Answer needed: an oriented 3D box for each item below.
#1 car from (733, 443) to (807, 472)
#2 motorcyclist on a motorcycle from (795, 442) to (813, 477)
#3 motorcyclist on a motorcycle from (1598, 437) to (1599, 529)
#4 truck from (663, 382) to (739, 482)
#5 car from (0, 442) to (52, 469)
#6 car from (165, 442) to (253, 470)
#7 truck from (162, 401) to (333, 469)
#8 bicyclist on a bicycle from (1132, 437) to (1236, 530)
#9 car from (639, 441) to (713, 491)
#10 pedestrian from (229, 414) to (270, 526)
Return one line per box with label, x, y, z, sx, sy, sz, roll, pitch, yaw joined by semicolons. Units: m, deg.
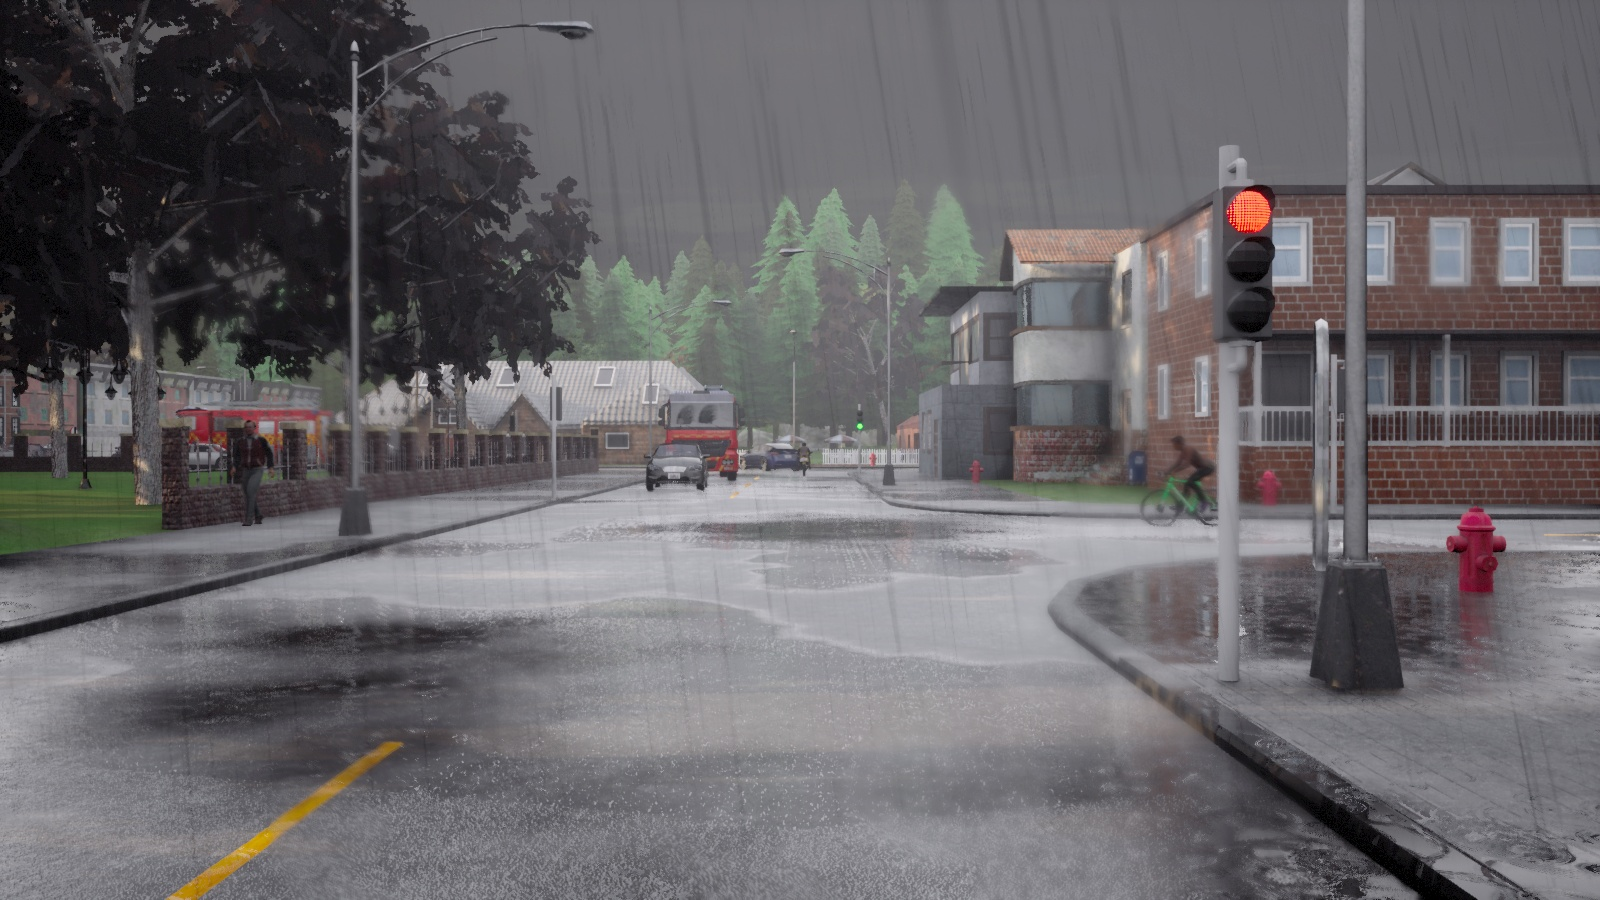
car;-1.655;0.366;67.131;2.163;1.488;4.792;0;0;-26
motorcyclist on a motorcycle;0.185;0.410;56.435;0.797;1.523;2.044;0;0;0
motorcyclist on a motorcycle;15.522;0.584;22.200;2.350;1.649;0.766;0;0;0
truck;-4.037;-0.718;52.503;2.891;3.827;8.468;0;0;-3
car;-45.235;0.317;72.042;3.633;1.501;1.845;0;1;8
car;-31.765;0.305;67.616;3.806;1.475;1.970;0;0;-1
truck;-31.438;-0.848;71.663;8.468;3.827;2.891;0;0;0
bicyclist on a bicycle;6.772;0.579;22.211;1.656;1.620;0.582;0;0;0
car;-3.947;0.470;40.708;2.128;1.511;4.902;0;0;-3
pedestrian;-9.217;0.330;21.036;0.376;1.854;0.720;0;0;0
